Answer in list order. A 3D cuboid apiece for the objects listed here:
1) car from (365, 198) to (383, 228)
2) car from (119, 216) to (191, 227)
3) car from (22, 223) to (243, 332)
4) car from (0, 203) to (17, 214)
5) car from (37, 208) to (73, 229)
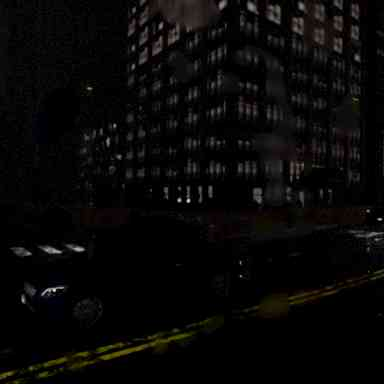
[{"bbox_3d":[13.282,1.242,21.143,5.566,2.045,2.150,0,0,-35],"label":"car"},{"bbox_3d":[-1.715,1.661,12.956,4.674,1.442,1.812,0,0,-5],"label":"car"},{"bbox_3d":[-0.963,1.580,7.005,4.674,1.442,1.812,1,-1,-36],"label":"car"},{"bbox_3d":[-23.381,2.057,42.143,1.947,1.339,4.313,1,-1,-36],"label":"car"},{"bbox_3d":[-9.944,1.827,24.011,2.008,1.369,4.403,0,-1,-36],"label":"car"}]
